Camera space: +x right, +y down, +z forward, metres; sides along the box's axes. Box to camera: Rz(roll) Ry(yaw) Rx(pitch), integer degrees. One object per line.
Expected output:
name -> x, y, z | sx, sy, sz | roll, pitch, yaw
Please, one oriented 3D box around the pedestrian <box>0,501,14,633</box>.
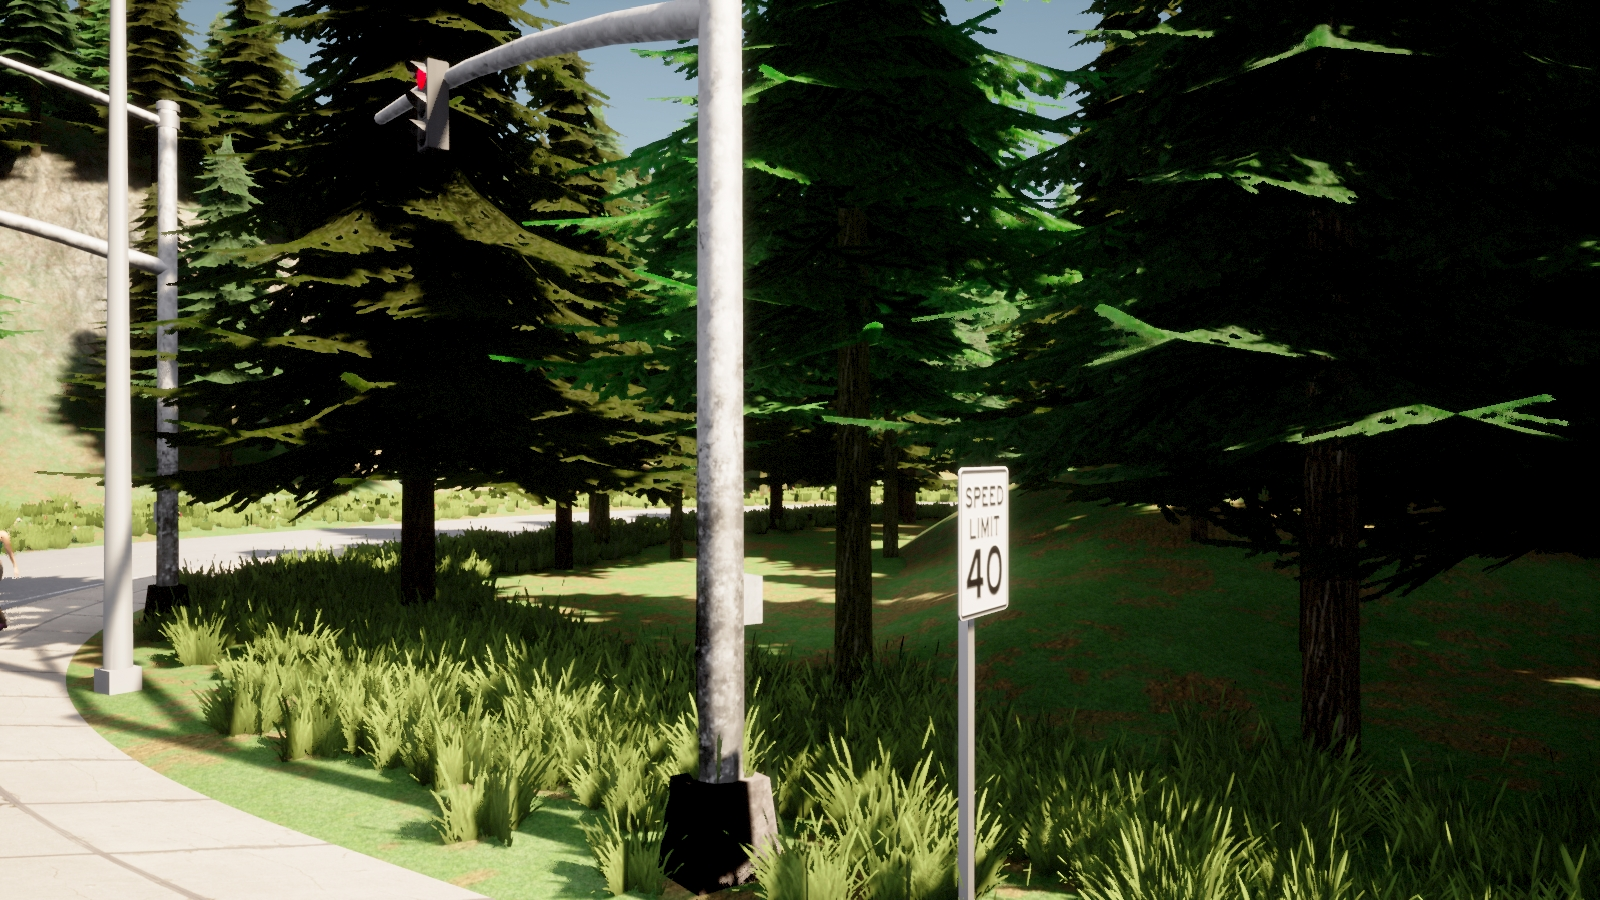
pedestrian -> -11.571, 1.668, 16.369 | 0.375, 1.860, 0.375 | 0, 0, -9
